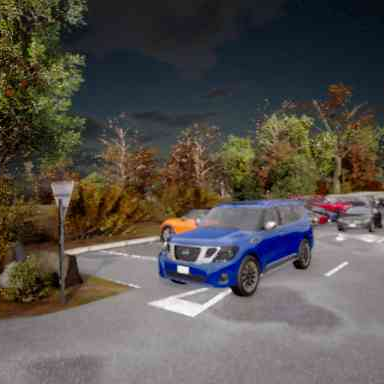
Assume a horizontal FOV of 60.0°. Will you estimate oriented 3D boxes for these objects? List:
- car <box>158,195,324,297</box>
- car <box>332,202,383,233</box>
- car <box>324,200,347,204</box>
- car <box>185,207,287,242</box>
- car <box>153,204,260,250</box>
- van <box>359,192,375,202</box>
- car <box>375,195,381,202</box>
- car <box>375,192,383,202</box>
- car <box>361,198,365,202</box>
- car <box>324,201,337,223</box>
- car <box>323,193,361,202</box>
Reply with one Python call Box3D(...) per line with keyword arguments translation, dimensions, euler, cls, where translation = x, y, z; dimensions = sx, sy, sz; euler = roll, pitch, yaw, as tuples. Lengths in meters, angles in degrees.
Box3D(translation=(1.549, 1.267, 9.236), dimensions=(2.150, 2.045, 5.566), euler=(-1, 0, 39), cls="car")
Box3D(translation=(10.178, 1.539, 19.962), dimensions=(1.812, 1.442, 4.674), euler=(-1, -1, 39), cls="car")
Box3D(translation=(9.336, 1.605, 26.564), dimensions=(4.792, 1.488, 2.163), euler=(-1, -1, 39), cls="car")
Box3D(translation=(2.256, 1.605, 17.763), dimensions=(5.008, 1.535, 2.097), euler=(-1, -1, 39), cls="car")
Box3D(translation=(0.588, 1.486, 15.641), dimensions=(4.553, 1.767, 2.185), euler=(-1, -1, 39), cls="car")
Box3D(translation=(16.548, 1.246, 35.437), dimensions=(4.442, 1.987, 1.878), euler=(-1, 0, 39), cls="van")
Box3D(translation=(18.204, 1.447, 37.738), dimensions=(4.792, 1.488, 2.163), euler=(-2, 0, 39), cls="car")
Box3D(translation=(19.934, 1.236, 39.804), dimensions=(4.553, 1.767, 2.185), euler=(-1, 0, 39), cls="car")
Box3D(translation=(12.853, 1.558, 30.996), dimensions=(5.008, 1.535, 2.097), euler=(-1, -1, 39), cls="car")
Box3D(translation=(7.571, 1.612, 24.360), dimensions=(4.792, 1.488, 2.163), euler=(-1, -1, 39), cls="car")
Box3D(translation=(11.094, 1.317, 28.772), dimensions=(5.566, 2.045, 2.435), euler=(-2, -1, 39), cls="car")
